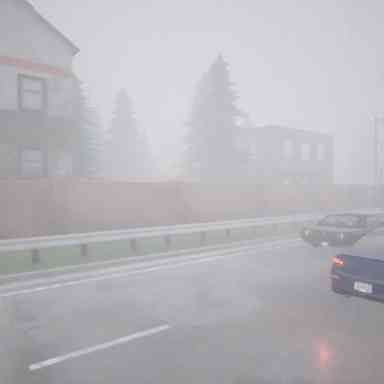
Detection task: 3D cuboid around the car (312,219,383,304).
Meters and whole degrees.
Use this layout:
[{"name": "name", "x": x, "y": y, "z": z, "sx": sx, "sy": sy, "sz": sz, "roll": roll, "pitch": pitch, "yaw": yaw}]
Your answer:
[{"name": "car", "x": 4.748, "y": 1.451, "z": 7.113, "sx": 4.674, "sy": 1.442, "sz": 1.812, "roll": -1, "pitch": 1, "yaw": -38}]

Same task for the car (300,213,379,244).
[{"name": "car", "x": 6.301, "y": 1.472, "z": 12.757, "sx": 4.718, "sy": 1.301, "sz": 1.895, "roll": 0, "pitch": 1, "yaw": -38}]
